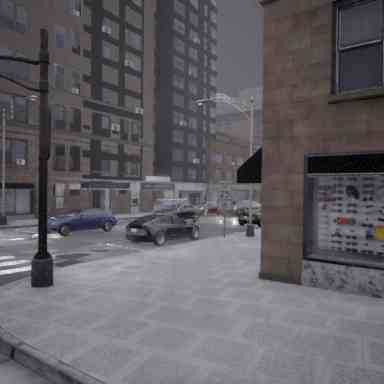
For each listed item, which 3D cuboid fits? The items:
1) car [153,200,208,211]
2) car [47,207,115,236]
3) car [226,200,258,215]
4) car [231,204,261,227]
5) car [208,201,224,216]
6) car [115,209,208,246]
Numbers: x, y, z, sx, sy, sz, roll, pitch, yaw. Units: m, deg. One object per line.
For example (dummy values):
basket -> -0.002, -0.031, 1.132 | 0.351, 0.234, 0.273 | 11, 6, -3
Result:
car -> -1.135, 1.673, 26.947 | 2.128, 1.511, 4.902 | 1, 0, 36
car -> -6.500, 1.636, 19.508 | 1.812, 1.442, 4.674 | 1, 0, 37
car -> 4.729, 1.616, 35.059 | 2.097, 1.767, 4.553 | 1, 0, 36
car -> 5.070, 1.851, 25.378 | 1.947, 1.339, 4.313 | 0, 0, 36
car -> 1.373, 1.648, 34.824 | 1.967, 1.590, 4.097 | 0, 0, 36
car -> -1.361, 1.765, 16.463 | 1.947, 1.339, 4.313 | 0, 0, 36
